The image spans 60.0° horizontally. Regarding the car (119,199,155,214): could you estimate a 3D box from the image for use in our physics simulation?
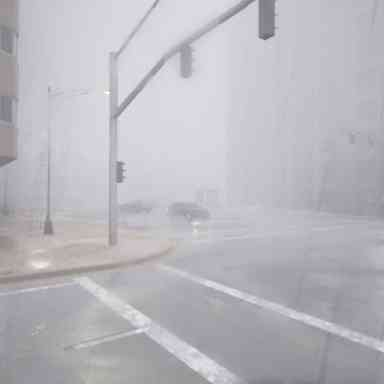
[{"bbox_3d":[-6.374,1.702,37.198,1.895,1.301,4.718,0,0,-36],"label":"car"}]

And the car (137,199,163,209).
[{"bbox_3d":[-6.253,1.708,49.232,1.994,1.385,4.181,0,0,-35],"label":"car"}]

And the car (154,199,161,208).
[{"bbox_3d":[-6.672,1.671,43.851,2.033,1.411,5.357,0,0,-36],"label":"car"}]

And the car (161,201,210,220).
[{"bbox_3d":[-0.388,1.606,28.974,1.837,1.490,4.892,0,0,-36],"label":"car"}]
